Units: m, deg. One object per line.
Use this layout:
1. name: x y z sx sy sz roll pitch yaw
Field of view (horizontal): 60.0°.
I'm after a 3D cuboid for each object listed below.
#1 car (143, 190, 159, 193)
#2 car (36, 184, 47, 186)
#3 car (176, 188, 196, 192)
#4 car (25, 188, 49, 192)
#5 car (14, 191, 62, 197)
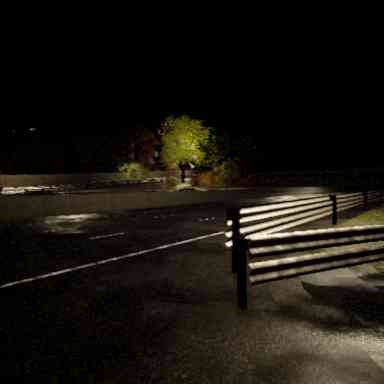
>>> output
1. car: -6.117 0.454 48.914 1.812 1.442 4.674 0 1 35
2. car: -26.665 -0.566 58.571 1.837 1.490 4.892 -1 3 14
3. car: -1.026 0.292 43.993 2.097 1.767 4.553 0 1 35
4. car: -16.566 0.664 34.054 2.097 1.767 4.553 0 1 35
5. car: -11.983 0.892 28.412 2.033 1.411 5.357 0 1 35
